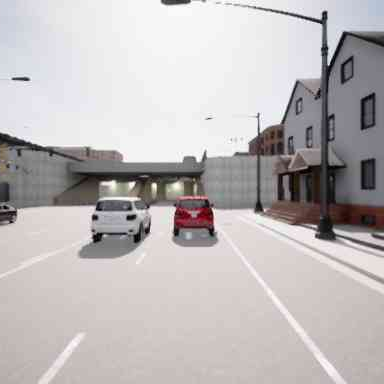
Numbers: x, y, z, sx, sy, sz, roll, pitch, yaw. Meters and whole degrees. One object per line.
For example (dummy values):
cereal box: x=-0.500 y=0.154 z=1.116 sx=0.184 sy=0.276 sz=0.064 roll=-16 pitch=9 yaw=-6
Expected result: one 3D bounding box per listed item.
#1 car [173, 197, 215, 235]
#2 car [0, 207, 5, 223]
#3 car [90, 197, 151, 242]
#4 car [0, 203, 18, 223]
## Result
car: x=0.101 y=1.275 z=19.297 sx=2.150 sy=2.045 sz=5.566 roll=0 pitch=0 yaw=0
car: x=-10.536 y=1.588 z=14.046 sx=2.033 sy=1.411 sz=5.357 roll=0 pitch=0 yaw=0
car: x=-3.400 y=1.269 z=16.772 sx=2.150 sy=2.045 sz=5.566 roll=0 pitch=0 yaw=0
car: x=-13.999 y=1.571 z=23.106 sx=1.837 sy=1.490 sz=4.892 roll=0 pitch=0 yaw=0
